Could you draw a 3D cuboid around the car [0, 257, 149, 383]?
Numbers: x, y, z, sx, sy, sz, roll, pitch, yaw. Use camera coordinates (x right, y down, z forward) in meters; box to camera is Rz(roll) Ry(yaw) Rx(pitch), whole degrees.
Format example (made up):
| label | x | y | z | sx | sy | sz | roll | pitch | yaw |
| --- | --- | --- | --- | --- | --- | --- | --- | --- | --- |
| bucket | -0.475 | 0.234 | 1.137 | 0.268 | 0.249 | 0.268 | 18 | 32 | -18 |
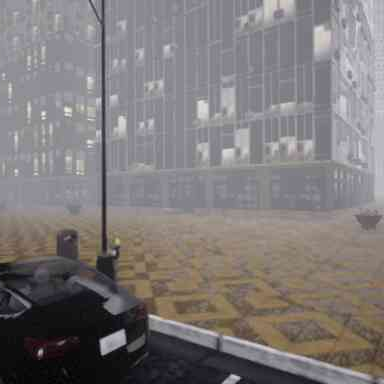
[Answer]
| label | x | y | z | sx | sy | sz | roll | pitch | yaw |
| --- | --- | --- | --- | --- | --- | --- | --- | --- | --- |
| car | -2.509 | 1.609 | 4.658 | 4.313 | 1.339 | 1.947 | -1 | 0 | 35 |
